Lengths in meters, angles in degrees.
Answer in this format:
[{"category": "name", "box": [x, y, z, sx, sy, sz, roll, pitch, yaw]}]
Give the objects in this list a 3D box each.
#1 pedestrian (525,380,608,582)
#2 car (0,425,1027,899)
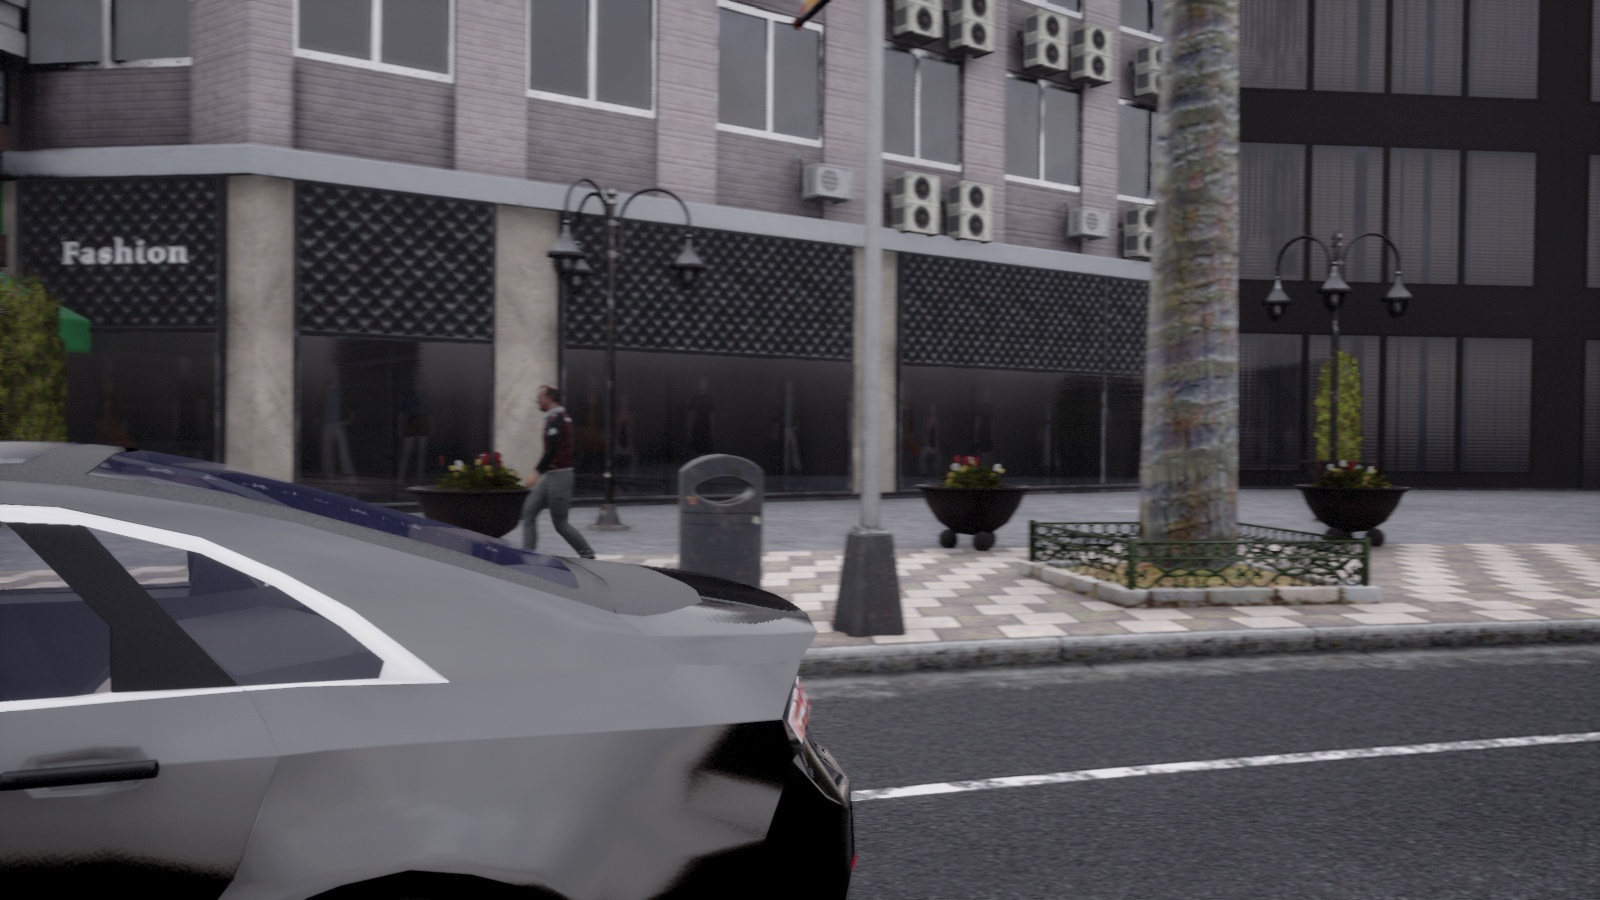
[{"category": "pedestrian", "box": [-2.190, 0.278, 11.767, 0.720, 1.854, 0.376, -1, 1, -13]}, {"category": "car", "box": [-2.259, 0.738, 2.358, 4.902, 1.511, 2.128, -1, 1, -22]}]
